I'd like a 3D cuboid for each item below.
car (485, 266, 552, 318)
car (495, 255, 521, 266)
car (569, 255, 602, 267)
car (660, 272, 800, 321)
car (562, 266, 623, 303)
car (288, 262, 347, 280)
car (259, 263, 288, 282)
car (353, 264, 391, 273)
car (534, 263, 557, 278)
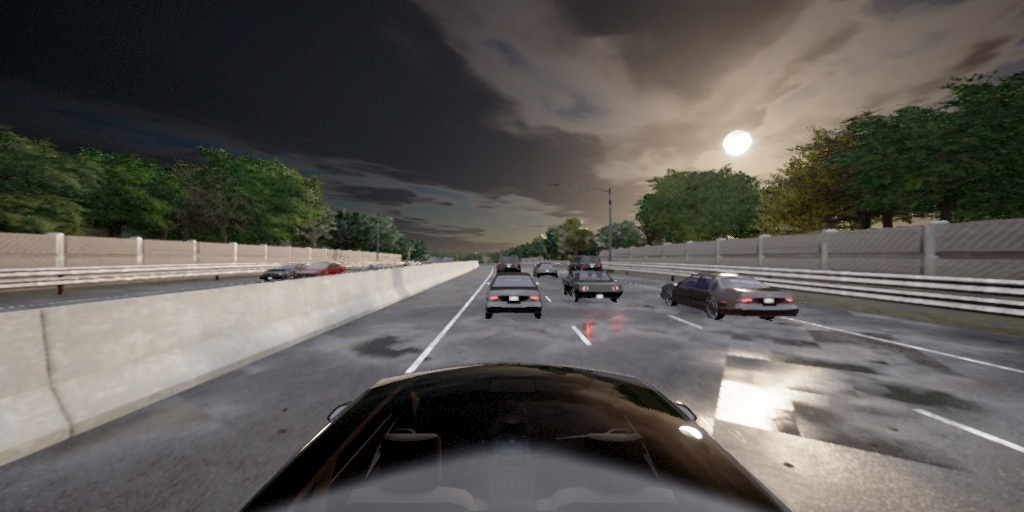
[{"bbox_3d":[0.040,1.275,12.886,2.033,1.411,5.357,0,0,0],"label":"car"},{"bbox_3d":[-0.334,0.963,32.906,2.150,2.045,5.566,0,0,-2],"label":"car"},{"bbox_3d":[6.670,0.958,32.862,2.150,2.045,5.566,0,0,-1],"label":"car"},{"bbox_3d":[7.042,1.273,12.373,2.033,1.411,5.357,0,0,-1],"label":"car"},{"bbox_3d":[3.491,1.319,16.572,1.895,1.301,4.718,0,0,-1],"label":"car"},{"bbox_3d":[-14.399,1.200,27.251,1.882,1.535,5.008,0,0,-1],"label":"car"},{"bbox_3d":[-17.940,1.278,29.153,2.033,1.411,5.357,0,0,-1],"label":"car"},{"bbox_3d":[-10.929,1.325,28.639,1.895,1.301,4.718,0,0,-1],"label":"car"},{"bbox_3d":[3.125,1.313,34.293,1.994,1.385,4.181,0,0,-2],"label":"car"}]
